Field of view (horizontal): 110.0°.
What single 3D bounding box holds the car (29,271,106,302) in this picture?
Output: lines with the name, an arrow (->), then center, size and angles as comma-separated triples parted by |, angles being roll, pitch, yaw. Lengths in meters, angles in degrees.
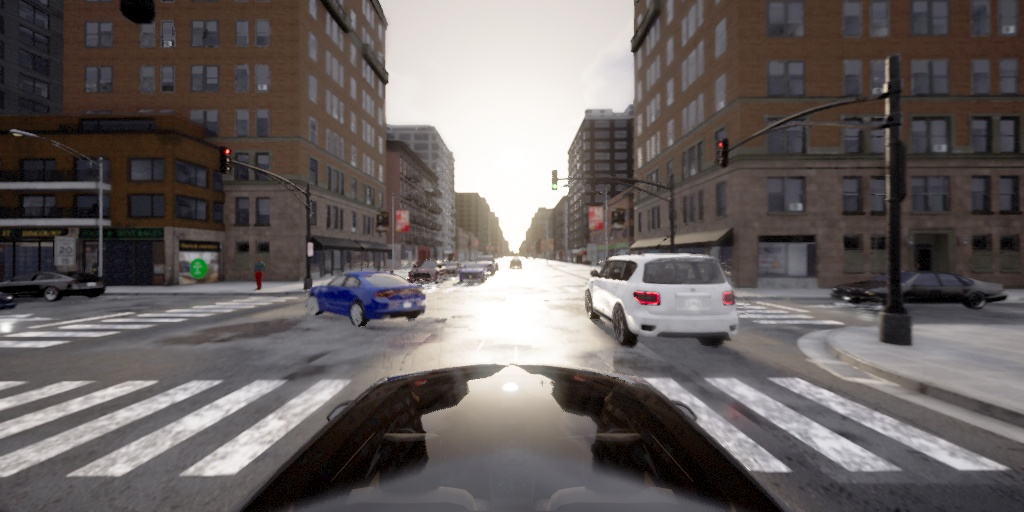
car -> -21.956, 1.385, 16.993 | 4.313, 1.339, 1.948 | 0, 0, 1

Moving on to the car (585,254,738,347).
car -> 3.443, 0.964, 9.434 | 2.150, 2.045, 5.566 | 0, 0, 1

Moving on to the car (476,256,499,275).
car -> -2.958, 0.971, 39.062 | 2.150, 2.045, 5.566 | 0, 0, 1

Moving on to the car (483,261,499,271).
car -> -2.818, 1.345, 50.041 | 1.895, 1.301, 4.718 | 0, 0, 1

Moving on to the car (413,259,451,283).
car -> -6.328, 1.115, 27.424 | 2.097, 1.767, 4.553 | 0, 0, 1

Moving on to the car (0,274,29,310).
car -> -19.536, 1.341, 11.471 | 5.357, 1.411, 2.033 | 0, 0, 1

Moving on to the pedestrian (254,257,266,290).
pedestrian -> -13.948, 0.954, 19.749 | 0.375, 1.860, 0.375 | 0, 0, 1

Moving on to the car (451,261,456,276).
car -> -6.233, 1.264, 36.475 | 1.837, 1.490, 4.892 | 0, 0, 1

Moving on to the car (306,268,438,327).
car -> -4.852, 1.239, 11.683 | 5.008, 1.535, 1.882 | 0, -1, 40

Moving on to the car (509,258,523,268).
car -> 0.652, 1.084, 58.916 | 2.097, 1.767, 4.553 | 0, 0, 1

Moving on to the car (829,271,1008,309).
car -> 15.983, 1.294, 14.234 | 5.357, 1.411, 2.033 | 0, 0, 1

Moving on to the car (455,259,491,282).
car -> -3.062, 1.231, 29.130 | 1.882, 1.535, 5.008 | 0, 0, 0
